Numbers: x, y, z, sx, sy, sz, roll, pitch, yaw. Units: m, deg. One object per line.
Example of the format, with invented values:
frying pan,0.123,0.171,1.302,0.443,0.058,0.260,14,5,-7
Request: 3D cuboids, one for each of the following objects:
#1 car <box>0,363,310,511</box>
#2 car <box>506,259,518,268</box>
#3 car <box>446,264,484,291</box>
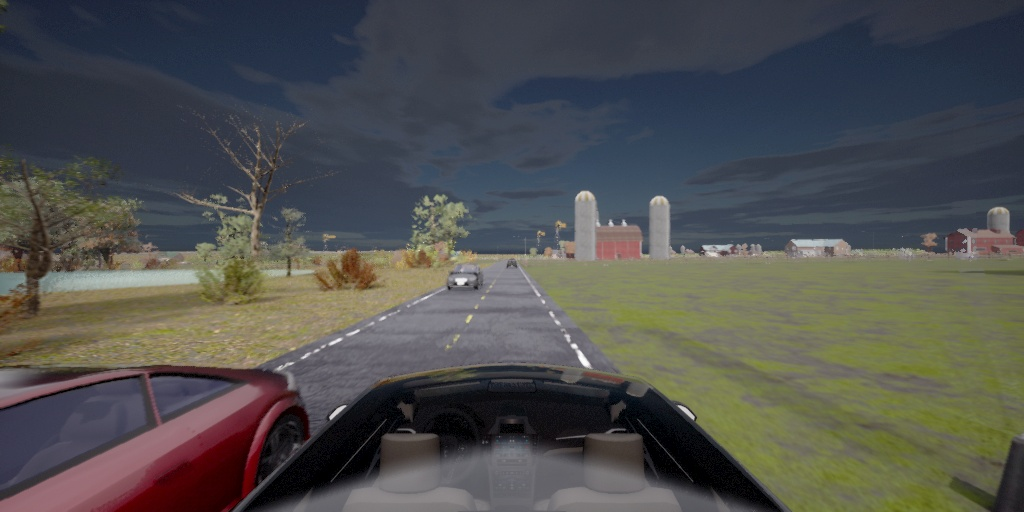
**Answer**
car,-2.834,1.314,1.558,1.994,1.385,4.181,0,0,0
car,-0.012,1.289,59.866,1.837,1.490,4.892,0,0,0
car,-2.792,1.244,22.169,2.128,1.511,4.902,0,0,0
